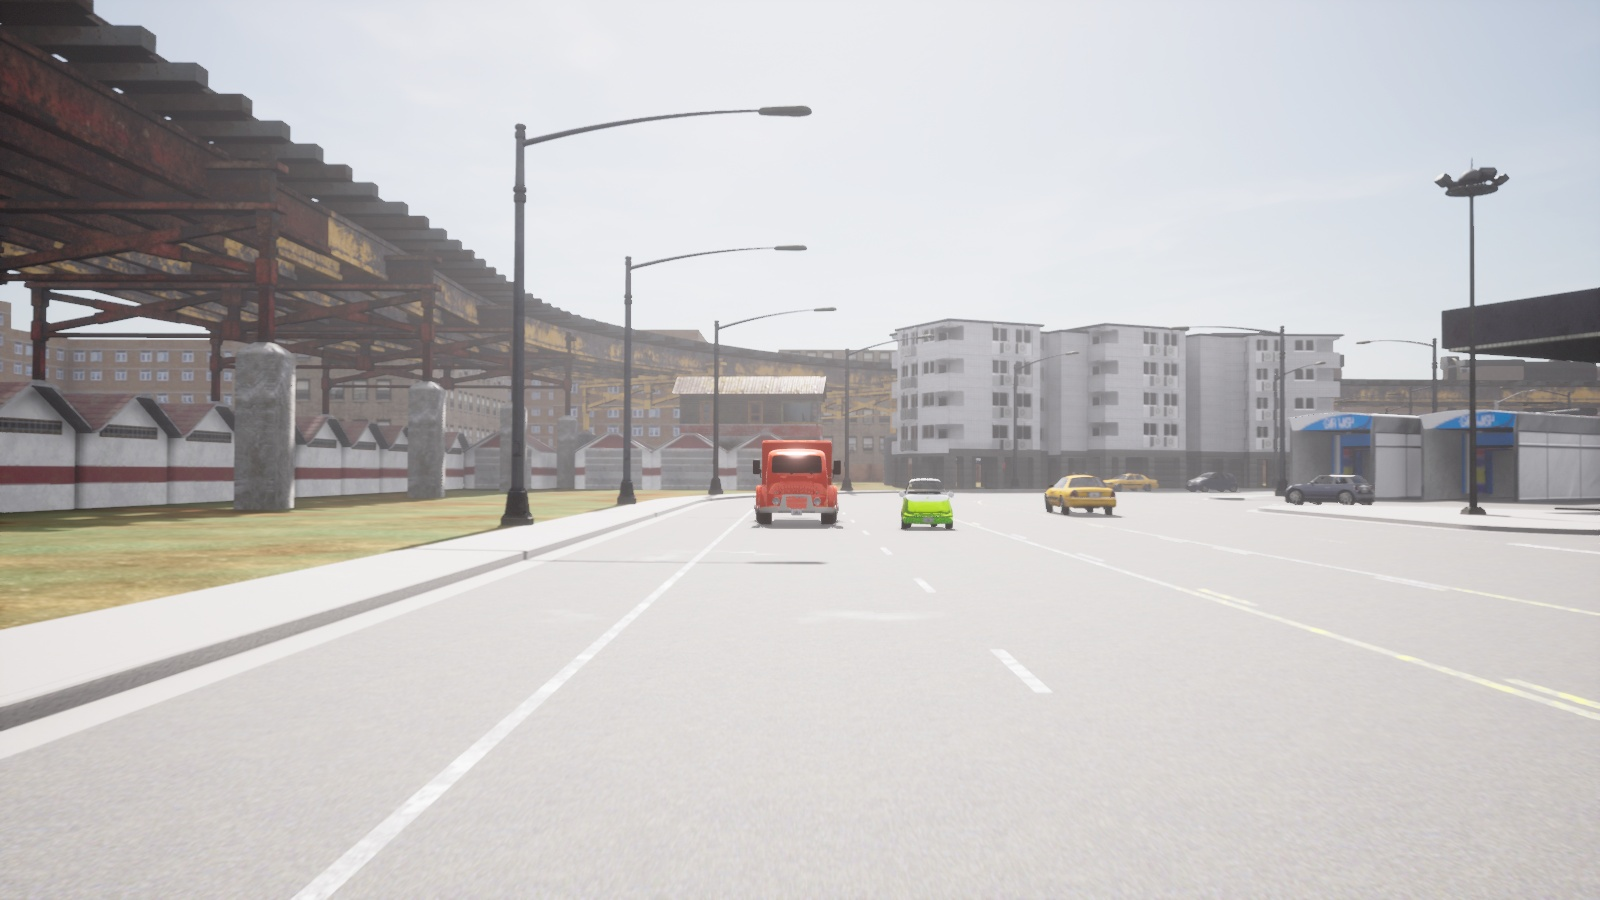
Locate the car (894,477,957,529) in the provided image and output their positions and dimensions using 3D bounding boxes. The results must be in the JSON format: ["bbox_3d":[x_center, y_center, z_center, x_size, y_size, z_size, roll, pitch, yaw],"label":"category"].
[{"bbox_3d":[3.417,1.432,34.411,1.481,1.376,2.207,0,-1,0],"label":"car"}]

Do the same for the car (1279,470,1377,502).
[{"bbox_3d":[25.116,1.680,59.775,1.970,1.475,3.806,0,-1,-37],"label":"car"}]

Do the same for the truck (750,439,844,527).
[{"bbox_3d":[-0.094,0.961,37.788,2.627,2.467,5.204,0,-1,0],"label":"truck"}]

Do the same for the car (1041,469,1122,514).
[{"bbox_3d":[10.388,1.494,46.733,1.801,1.575,5.366,0,-1,0],"label":"car"}]
